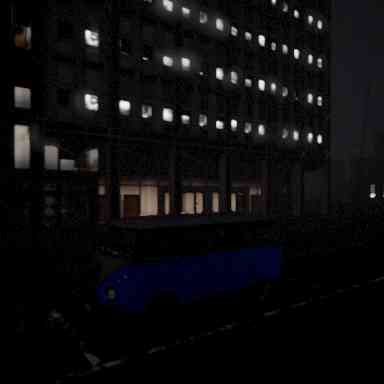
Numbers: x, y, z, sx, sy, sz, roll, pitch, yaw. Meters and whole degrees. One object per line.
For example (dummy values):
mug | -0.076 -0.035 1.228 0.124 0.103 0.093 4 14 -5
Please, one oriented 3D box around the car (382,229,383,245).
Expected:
car | 9.300 1.413 13.185 4.097 1.590 1.967 0 0 -35

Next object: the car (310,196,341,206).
car | 20.959 1.391 52.366 1.802 1.307 4.206 1 0 -35

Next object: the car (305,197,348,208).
car | 17.206 1.354 43.050 2.008 1.369 4.403 1 0 -35

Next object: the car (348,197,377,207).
car | 24.008 1.357 47.949 1.752 1.417 4.829 1 0 -35

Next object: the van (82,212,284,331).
van | 0.031 1.335 6.575 3.998 1.788 1.690 0 0 -35

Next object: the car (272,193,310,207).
car | 14.063 1.095 47.608 2.192 1.841 5.009 1 0 -35
